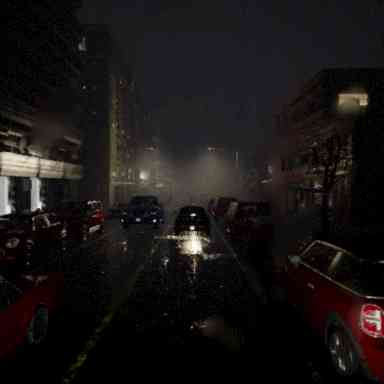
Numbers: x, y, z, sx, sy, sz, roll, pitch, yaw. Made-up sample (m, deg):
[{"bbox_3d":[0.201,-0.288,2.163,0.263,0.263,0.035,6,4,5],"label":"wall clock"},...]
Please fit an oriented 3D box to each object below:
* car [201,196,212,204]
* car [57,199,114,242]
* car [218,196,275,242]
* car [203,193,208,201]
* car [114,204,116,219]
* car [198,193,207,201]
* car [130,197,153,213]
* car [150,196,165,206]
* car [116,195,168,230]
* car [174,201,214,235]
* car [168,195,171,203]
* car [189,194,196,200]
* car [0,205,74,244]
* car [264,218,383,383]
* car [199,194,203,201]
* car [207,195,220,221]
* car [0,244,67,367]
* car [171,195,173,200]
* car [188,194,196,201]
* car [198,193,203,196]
[{"bbox_3d":[2.735,1.558,64.635,1.947,1.339,4.313,-1,0,0],"label":"car"},{"bbox_3d":[-5.687,1.305,16.324,2.192,1.841,5.009,-1,0,0],"label":"car"},{"bbox_3d":[2.693,1.318,16.304,2.192,1.841,5.009,-1,0,0],"label":"car"},{"bbox_3d":[2.724,1.315,37.933,2.192,1.841,5.009,-1,0,0],"label":"car"},{"bbox_3d":[-5.668,1.540,27.138,2.008,1.369,4.403,-1,0,0],"label":"car"},{"bbox_3d":[2.764,1.296,86.954,2.192,1.841,5.009,-1,0,0],"label":"car"},{"bbox_3d":[-5.653,1.427,37.952,1.967,1.590,4.097,-1,0,0],"label":"car"},{"bbox_3d":[-5.629,1.423,54.174,1.967,1.590,4.097,-1,0,0],"label":"car"},{"bbox_3d":[-3.011,1.217,21.531,2.150,2.045,5.566,0,0,1],"label":"car"},{"bbox_3d":[0.025,1.509,18.753,1.837,1.490,4.892,0,0,0],"label":"car"},{"bbox_3d":[-5.613,1.505,64.427,1.752,1.417,4.829,-1,0,0],"label":"car"},{"bbox_3d":[0.131,1.432,90.909,1.882,1.535,5.008,0,0,0],"label":"car"},{"bbox_3d":[-5.693,1.431,10.916,1.967,1.590,4.097,-1,0,0],"label":"car"},{"bbox_3d":[2.679,1.444,5.489,1.967,1.590,4.097,-1,0,0],"label":"car"},{"bbox_3d":[2.760,1.554,59.063,2.008,1.369,4.403,-1,0,0],"label":"car"},{"bbox_3d":[2.708,1.317,27.118,2.192,1.841,5.009,-1,0,0],"label":"car"},{"bbox_3d":[-3.097,1.596,3.451,1.895,1.301,4.718,0,0,0],"label":"car"},{"bbox_3d":[-5.605,1.417,70.177,1.967,1.590,4.097,-1,0,0],"label":"car"},{"bbox_3d":[0.116,1.505,80.909,1.812,1.442,4.674,0,0,0],"label":"car"},{"bbox_3d":[2.743,1.556,70.215,1.947,1.339,4.313,-1,0,0],"label":"car"}]
